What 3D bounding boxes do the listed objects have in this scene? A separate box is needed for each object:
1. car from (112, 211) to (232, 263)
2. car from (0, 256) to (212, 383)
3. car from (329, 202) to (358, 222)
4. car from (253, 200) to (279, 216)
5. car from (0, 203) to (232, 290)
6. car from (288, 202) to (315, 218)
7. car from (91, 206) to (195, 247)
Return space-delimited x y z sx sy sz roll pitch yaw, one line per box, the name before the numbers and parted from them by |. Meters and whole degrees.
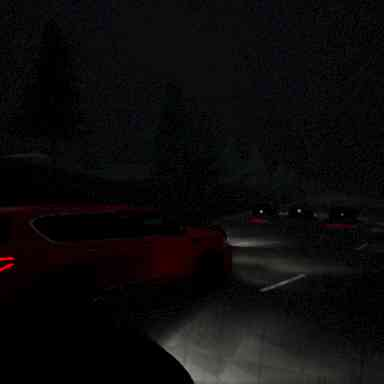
car | -0.594 1.580 13.075 1.812 1.442 4.674 0 0 45
car | -2.508 1.571 1.940 5.357 1.411 2.033 0 0 -36
car | 12.078 1.512 26.543 1.882 1.535 5.008 0 0 26
car | 7.476 1.589 33.209 1.837 1.490 4.892 0 0 25
car | -1.593 1.260 7.256 5.566 2.045 2.150 0 0 -40
car | 10.183 1.625 30.776 1.994 1.385 4.181 0 0 25
car | -2.227 1.553 16.396 1.882 1.535 5.008 0 0 43
